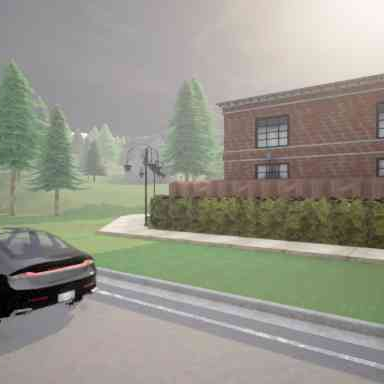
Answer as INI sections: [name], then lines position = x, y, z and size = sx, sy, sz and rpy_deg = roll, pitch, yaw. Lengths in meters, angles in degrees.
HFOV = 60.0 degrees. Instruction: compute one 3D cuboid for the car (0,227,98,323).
[car]
position = -4.023, 1.492, 6.861
size = 4.902, 1.511, 2.128
rpy_deg = 0, 0, 36
